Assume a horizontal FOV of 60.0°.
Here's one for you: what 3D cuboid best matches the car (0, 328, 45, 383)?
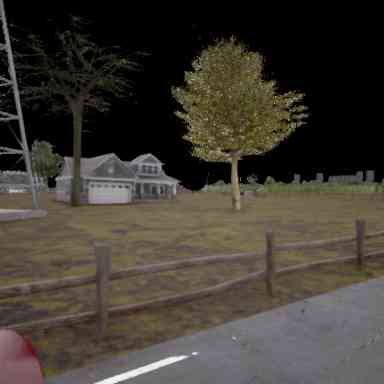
[{"bbox_3d":[-3.038,1.480,0.899,5.008,1.535,1.882,-1,0,-36],"label":"car"}]
